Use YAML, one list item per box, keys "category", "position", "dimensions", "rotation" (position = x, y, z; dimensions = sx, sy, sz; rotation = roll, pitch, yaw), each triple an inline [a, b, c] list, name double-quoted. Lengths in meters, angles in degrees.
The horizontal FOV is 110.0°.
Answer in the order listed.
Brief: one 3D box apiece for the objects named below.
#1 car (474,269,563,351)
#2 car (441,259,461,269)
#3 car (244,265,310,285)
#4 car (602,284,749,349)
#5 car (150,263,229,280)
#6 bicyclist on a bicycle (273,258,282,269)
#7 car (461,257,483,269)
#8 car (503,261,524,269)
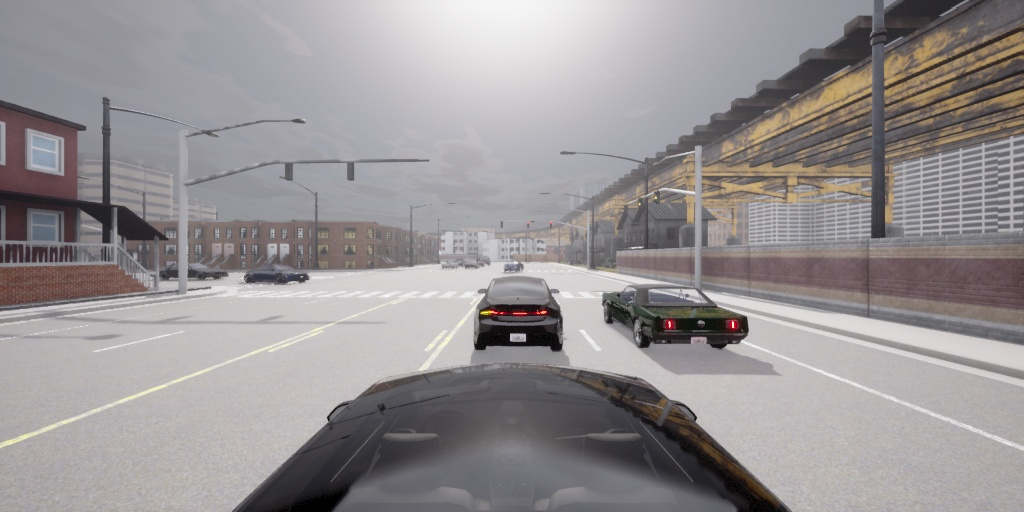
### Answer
- category: "car"
  position: [0.161, 1.255, 9.015]
  dimensions: [1.837, 1.490, 4.892]
  rotation: [0, 0, 1]
- category: "car"
  position: [-9.814, 1.351, 56.664]
  dimensions: [1.895, 1.301, 4.718]
  rotation: [0, 0, 2]
- category: "car"
  position: [-16.914, 1.314, 25.869]
  dimensions: [4.181, 1.385, 1.994]
  rotation: [0, 0, 10]
- category: "car"
  position: [3.667, 1.351, 9.155]
  dimensions: [1.895, 1.301, 4.718]
  rotation: [0, 0, 1]
- category: "car"
  position: [-27.100, 1.297, 30.147]
  dimensions: [5.357, 1.411, 2.033]
  rotation: [0, 0, 1]
- category: "bicyclist on a bicycle"
  position: [-30.543, 1.050, 46.686]
  dimensions: [0.582, 1.620, 1.656]
  rotation: [0, 0, 1]
- category: "car"
  position: [-6.307, 1.297, 56.936]
  dimensions: [2.033, 1.411, 5.357]
  rotation: [0, 0, 1]
- category: "car"
  position: [0.236, 1.297, 44.876]
  dimensions: [2.033, 1.411, 5.357]
  rotation: [0, 0, 10]
